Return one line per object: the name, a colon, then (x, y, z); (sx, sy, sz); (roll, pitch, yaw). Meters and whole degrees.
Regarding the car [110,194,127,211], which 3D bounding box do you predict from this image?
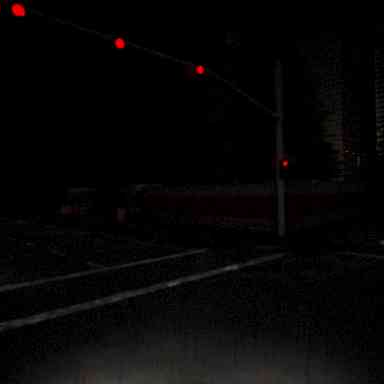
car: (-7.506, 1.178, 36.742); (1.905, 1.878, 3.866); (-1, 0, -43)
